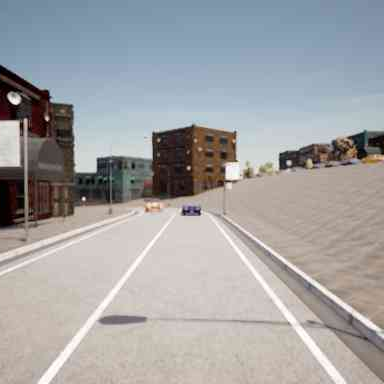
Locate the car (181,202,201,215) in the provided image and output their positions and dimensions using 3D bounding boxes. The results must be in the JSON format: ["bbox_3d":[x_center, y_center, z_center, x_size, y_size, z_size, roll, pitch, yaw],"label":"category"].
[{"bbox_3d":[-0.139,1.708,35.199,1.895,1.301,4.718,0,-1,-3],"label":"car"}]

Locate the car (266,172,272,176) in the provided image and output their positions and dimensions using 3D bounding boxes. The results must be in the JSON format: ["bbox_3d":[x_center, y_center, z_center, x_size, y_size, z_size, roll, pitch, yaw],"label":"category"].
[{"bbox_3d":[21.148,-4.518,84.432,2.185,1.767,4.553,0,1,-1],"label":"car"}]

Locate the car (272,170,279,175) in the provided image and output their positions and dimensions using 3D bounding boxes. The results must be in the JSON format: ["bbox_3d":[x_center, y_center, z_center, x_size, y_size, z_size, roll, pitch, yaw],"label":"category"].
[{"bbox_3d":[21.266,-4.456,78.913,2.185,1.767,4.553,0,1,-1],"label":"car"}]

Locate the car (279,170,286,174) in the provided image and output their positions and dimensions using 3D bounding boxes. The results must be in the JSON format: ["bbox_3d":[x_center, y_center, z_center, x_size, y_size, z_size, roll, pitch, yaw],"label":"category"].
[{"bbox_3d":[21.389,-4.222,73.240,2.002,1.452,4.674,0,1,-1],"label":"car"}]

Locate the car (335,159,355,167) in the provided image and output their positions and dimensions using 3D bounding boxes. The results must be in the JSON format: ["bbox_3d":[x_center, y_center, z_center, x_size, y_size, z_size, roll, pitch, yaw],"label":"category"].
[{"bbox_3d":[22.103,-3.842,45.750,2.002,1.452,4.674,0,1,-2],"label":"car"}]

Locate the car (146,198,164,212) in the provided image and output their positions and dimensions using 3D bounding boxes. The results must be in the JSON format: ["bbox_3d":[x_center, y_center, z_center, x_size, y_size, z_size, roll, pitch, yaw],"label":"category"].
[{"bbox_3d":[-4.623,1.568,41.134,2.097,1.767,4.553,0,-1,-9],"label":"car"}]

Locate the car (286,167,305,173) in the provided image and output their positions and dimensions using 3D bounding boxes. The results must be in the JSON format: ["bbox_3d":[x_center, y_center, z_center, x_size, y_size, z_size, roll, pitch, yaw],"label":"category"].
[{"bbox_3d":[21.507,-4.321,67.746,2.185,1.767,4.553,0,1,-1],"label":"car"}]

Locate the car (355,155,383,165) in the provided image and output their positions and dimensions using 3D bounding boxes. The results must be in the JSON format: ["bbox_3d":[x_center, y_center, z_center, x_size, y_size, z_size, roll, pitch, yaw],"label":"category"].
[{"bbox_3d":[22.454,-3.778,40.213,2.097,1.535,5.008,0,1,-4],"label":"car"}]

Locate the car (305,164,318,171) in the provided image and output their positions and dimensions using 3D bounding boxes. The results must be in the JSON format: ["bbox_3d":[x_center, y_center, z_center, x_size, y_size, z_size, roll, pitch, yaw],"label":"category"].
[{"bbox_3d":[21.743,-4.061,56.810,2.231,1.521,4.892,0,1,-1],"label":"car"}]

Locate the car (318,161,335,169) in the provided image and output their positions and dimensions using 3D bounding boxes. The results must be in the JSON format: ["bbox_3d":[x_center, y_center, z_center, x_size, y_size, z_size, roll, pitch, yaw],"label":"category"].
[{"bbox_3d":[21.871,-3.980,51.292,2.231,1.521,4.892,0,1,-1],"label":"car"}]
